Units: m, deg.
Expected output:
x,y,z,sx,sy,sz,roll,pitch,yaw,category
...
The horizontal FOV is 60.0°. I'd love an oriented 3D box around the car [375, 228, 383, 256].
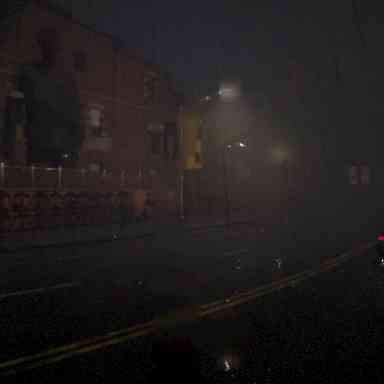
x,y,z,sx,sy,sz,roll,pitch,yaw,category
8.444,1.609,12.625,2.033,1.411,5.357,0,0,41,car
